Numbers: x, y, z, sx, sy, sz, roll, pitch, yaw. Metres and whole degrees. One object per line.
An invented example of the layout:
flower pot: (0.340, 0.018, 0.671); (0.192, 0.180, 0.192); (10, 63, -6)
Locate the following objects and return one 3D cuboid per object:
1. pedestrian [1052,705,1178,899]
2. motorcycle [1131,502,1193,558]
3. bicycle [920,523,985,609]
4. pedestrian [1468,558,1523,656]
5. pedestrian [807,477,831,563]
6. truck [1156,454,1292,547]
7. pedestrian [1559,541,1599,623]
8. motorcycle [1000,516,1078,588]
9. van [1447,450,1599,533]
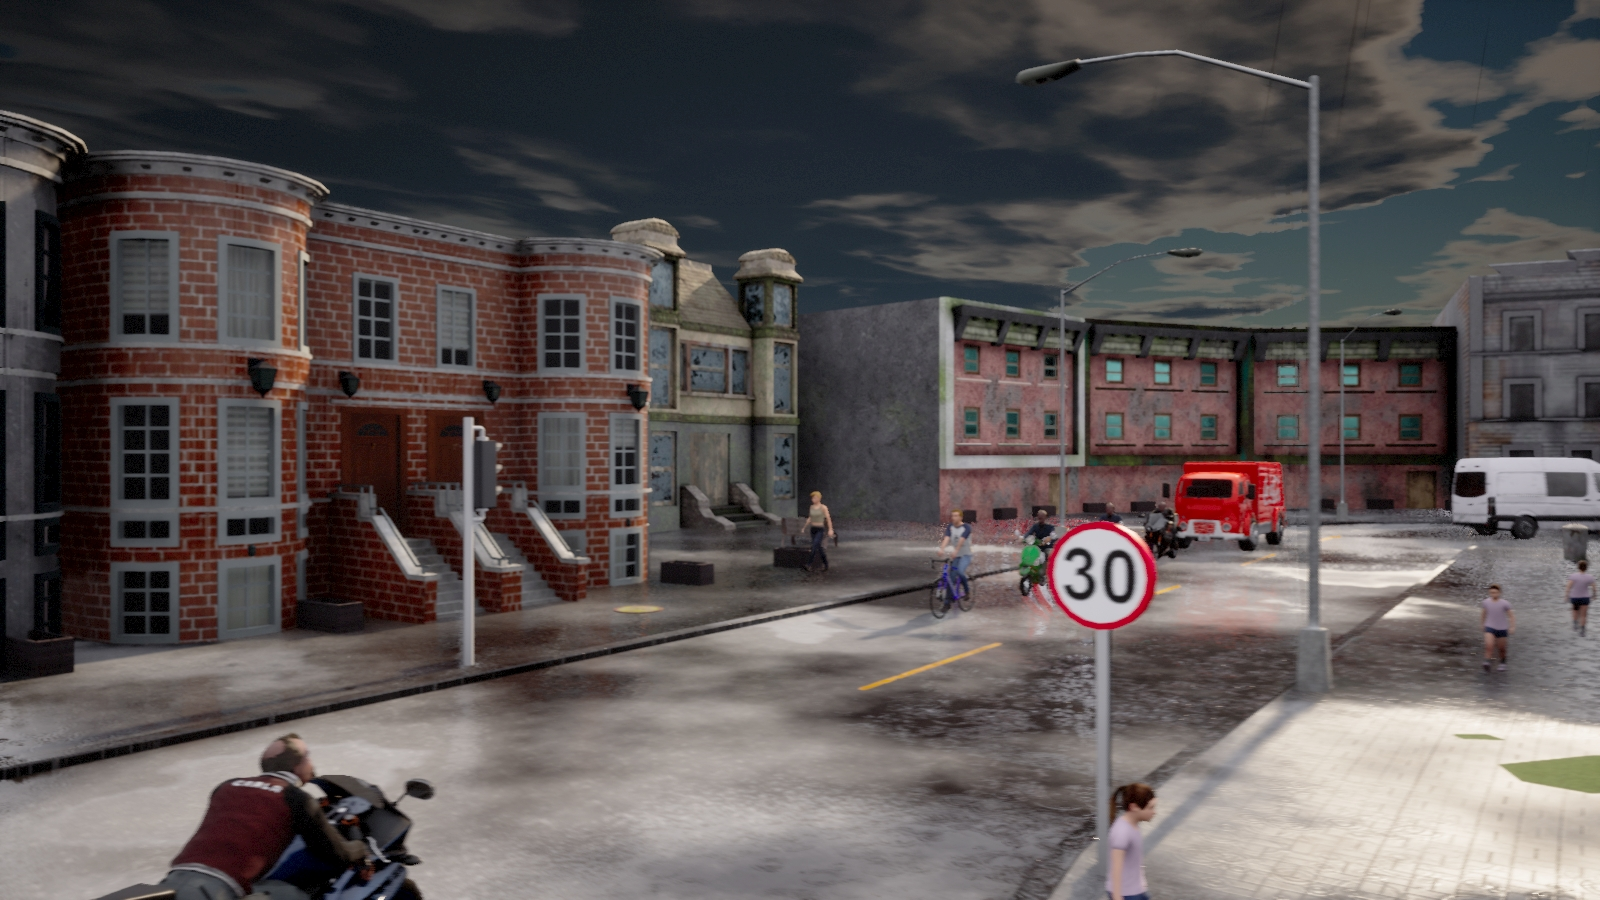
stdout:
pedestrian: (1.577, 1.898, 5.699); (0.500, 1.100, 0.500); (0, 0, 29)
motorcycle: (9.185, 1.991, 28.927); (0.867, 1.251, 2.209); (0, 0, 35)
bicycle: (2.616, 1.942, 19.449); (0.373, 1.296, 1.643); (0, 0, 35)
pedestrian: (8.483, 1.899, 13.940); (0.500, 1.100, 0.500); (0, 0, 41)
pedestrian: (0.417, 1.534, 25.067); (0.375, 1.860, 0.375); (0, 0, 42)
truck: (12.466, 1.353, 33.379); (2.627, 2.467, 5.204); (0, 0, 33)
pedestrian: (11.325, 1.905, 16.579); (0.500, 1.100, 0.500); (0, 0, 35)
motorcycle: (4.708, 1.968, 22.436); (0.856, 1.236, 1.805); (0, 0, 35)
van: (24.344, 1.317, 36.848); (5.915, 2.561, 1.988); (0, -2, -5)
